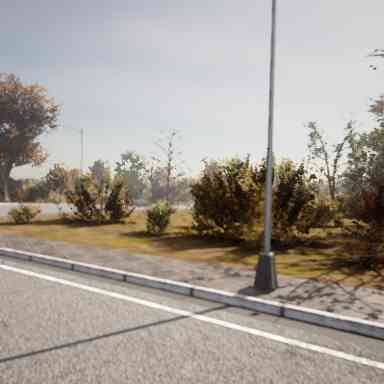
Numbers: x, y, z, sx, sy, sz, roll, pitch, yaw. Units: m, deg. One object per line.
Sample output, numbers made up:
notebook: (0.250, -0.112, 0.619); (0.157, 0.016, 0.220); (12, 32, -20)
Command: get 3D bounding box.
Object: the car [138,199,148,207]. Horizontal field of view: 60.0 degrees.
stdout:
car: (-9.647, 2.084, 61.710); (2.033, 1.411, 5.357); (2, -2, 20)
